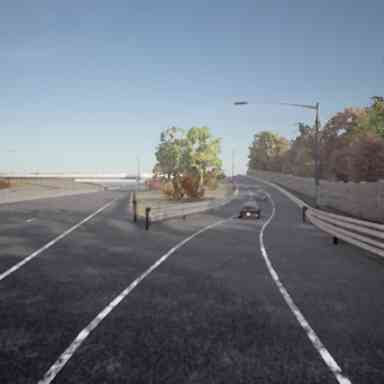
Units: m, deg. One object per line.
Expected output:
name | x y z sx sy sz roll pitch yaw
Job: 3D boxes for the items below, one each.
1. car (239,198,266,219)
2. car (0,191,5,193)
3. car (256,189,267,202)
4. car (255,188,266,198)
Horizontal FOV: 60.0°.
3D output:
car | 5.570 1.658 31.159 1.837 1.490 4.892 0 0 16
car | -32.179 0.544 54.760 1.882 1.535 5.008 0 1 -9
car | 11.926 0.875 57.021 2.128 1.511 4.902 0 3 11
car | 13.767 0.169 66.907 1.837 1.490 4.892 0 4 9
